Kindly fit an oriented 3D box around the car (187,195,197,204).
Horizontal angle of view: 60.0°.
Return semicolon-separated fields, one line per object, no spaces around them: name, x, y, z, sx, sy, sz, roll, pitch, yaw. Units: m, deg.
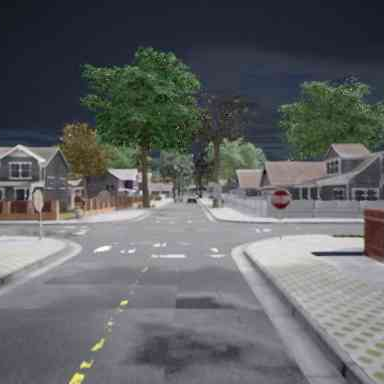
car;0.025;1.485;63.246;1.882;1.535;5.008;0;0;0

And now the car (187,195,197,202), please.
car;0.029;1.415;73.665;1.994;1.385;4.181;0;0;0

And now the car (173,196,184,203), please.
car;-2.723;1.552;67.418;1.837;1.490;4.892;0;0;0
